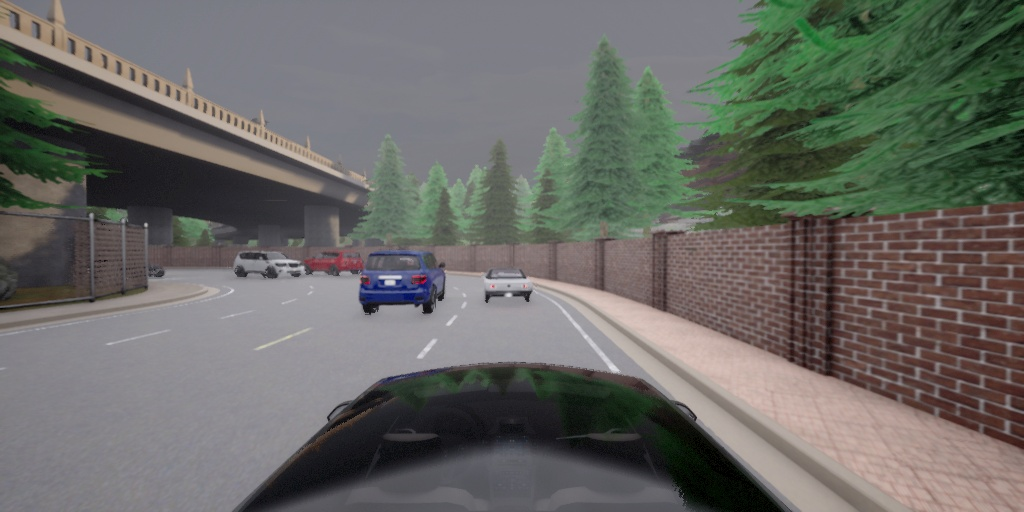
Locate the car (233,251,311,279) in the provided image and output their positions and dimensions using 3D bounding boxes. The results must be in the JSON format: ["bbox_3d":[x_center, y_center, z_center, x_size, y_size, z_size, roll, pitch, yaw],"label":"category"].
[{"bbox_3d":[-18.354,0.622,27.028,5.566,2.045,2.150,0,1,21],"label":"car"}]

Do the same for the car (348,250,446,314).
[{"bbox_3d":[-3.733,0.816,13.056,2.150,2.045,5.566,0,1,-4],"label":"car"}]

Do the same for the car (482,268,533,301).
[{"bbox_3d":[-0.345,1.156,15.819,1.895,1.301,4.718,0,1,-6],"label":"car"}]

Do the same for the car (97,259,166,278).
[{"bbox_3d":[-27.945,0.938,26.162,4.674,1.442,1.812,0,1,10],"label":"car"}]

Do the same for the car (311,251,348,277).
[{"bbox_3d":[-14.897,0.585,29.704,5.566,2.045,2.150,0,0,26],"label":"car"}]

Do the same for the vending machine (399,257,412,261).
[{"bbox_3d":[-10.667,0.475,35.749,0.880,2.100,1.100,0,0,26],"label":"vending machine"}]
